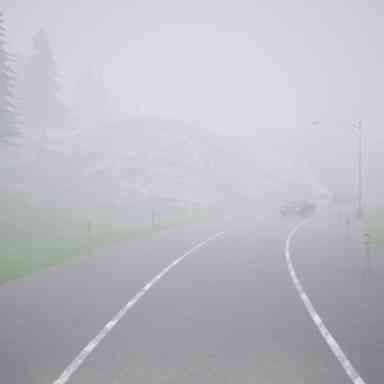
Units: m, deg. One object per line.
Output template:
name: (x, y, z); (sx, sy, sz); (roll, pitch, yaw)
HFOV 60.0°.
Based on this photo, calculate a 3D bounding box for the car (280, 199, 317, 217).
car: (9.096, 1.280, 28.279); (2.033, 1.411, 5.357); (0, 1, 33)

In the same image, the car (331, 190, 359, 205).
car: (18.754, 0.553, 40.622); (2.097, 1.767, 4.553); (0, 3, 41)
